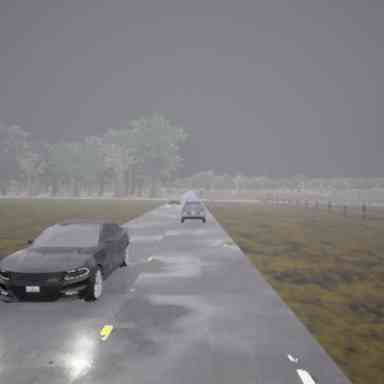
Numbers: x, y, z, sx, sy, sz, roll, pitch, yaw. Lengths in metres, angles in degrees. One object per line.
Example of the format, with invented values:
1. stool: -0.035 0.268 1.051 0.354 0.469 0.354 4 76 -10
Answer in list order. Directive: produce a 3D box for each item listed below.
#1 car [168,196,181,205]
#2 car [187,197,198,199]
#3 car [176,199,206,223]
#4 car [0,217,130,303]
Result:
1. car: -2.758 1.347 54.162 1.882 1.535 5.008 0 0 0
2. car: 0.092 1.378 41.250 1.882 1.535 5.008 0 1 0
3. car: 0.095 1.494 25.204 2.033 1.411 5.357 0 0 0
4. car: -2.851 1.463 8.453 1.882 1.535 5.008 0 0 0
